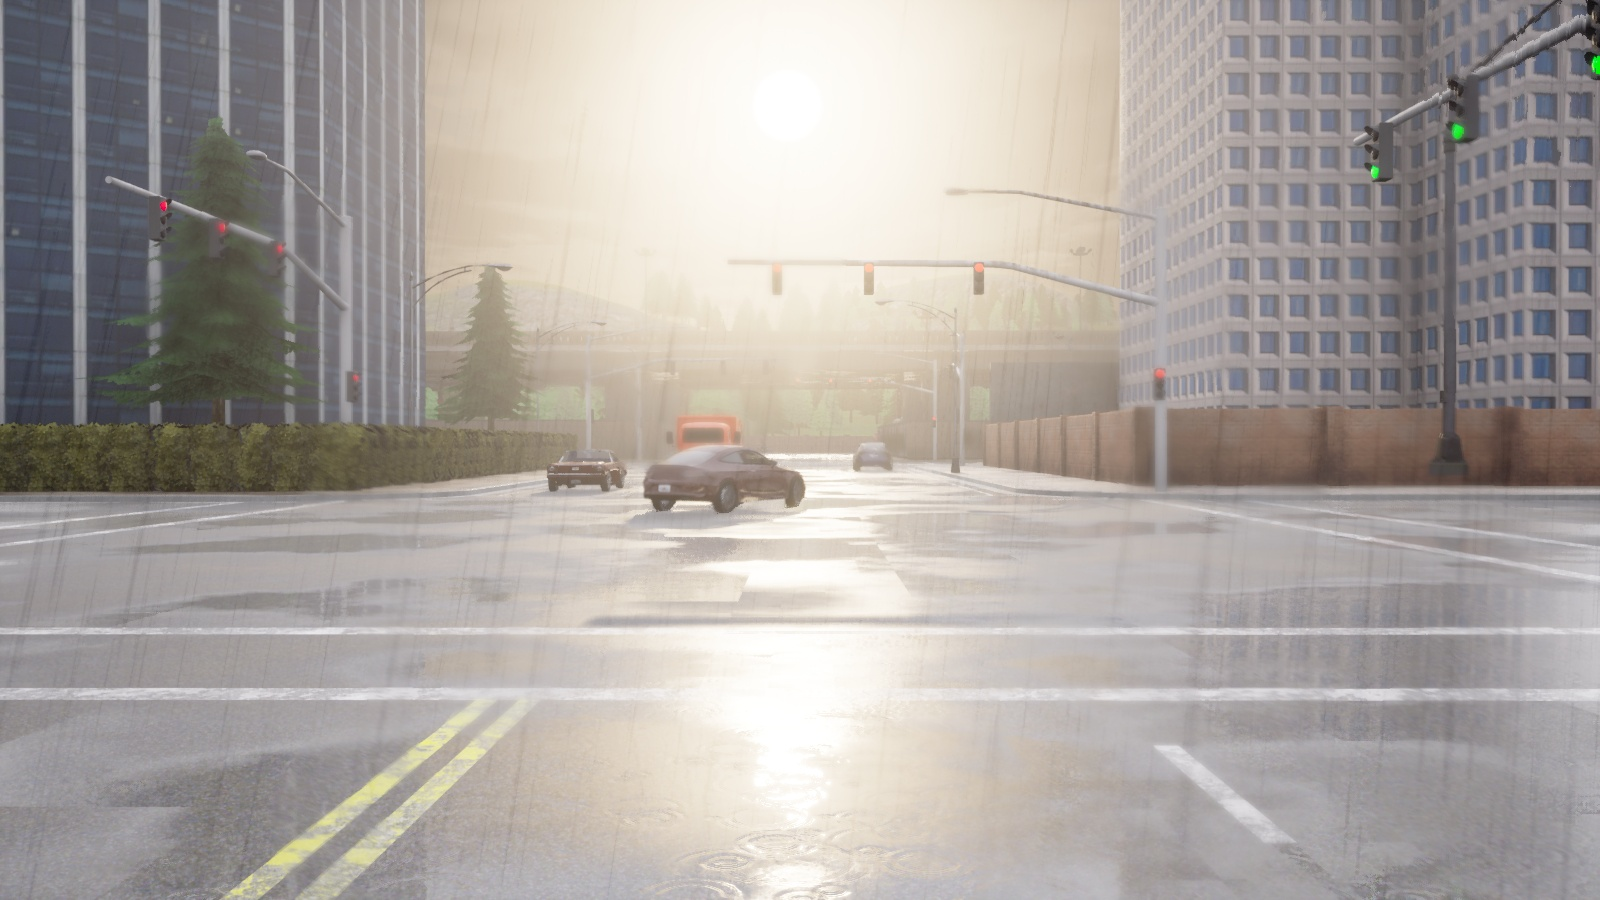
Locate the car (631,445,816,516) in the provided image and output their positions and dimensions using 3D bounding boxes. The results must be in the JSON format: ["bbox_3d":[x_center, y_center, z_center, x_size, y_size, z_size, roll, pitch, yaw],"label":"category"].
[{"bbox_3d":[-1.598,0.612,28.078,1.812,1.442,4.674,0,0,30],"label":"car"}]

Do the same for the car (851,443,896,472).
[{"bbox_3d":[3.876,0.370,67.134,2.163,1.488,4.792,0,0,0],"label":"car"}]

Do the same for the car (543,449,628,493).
[{"bbox_3d":[-6.769,0.615,40.157,1.895,1.301,4.718,0,0,0],"label":"car"}]

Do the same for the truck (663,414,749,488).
[{"bbox_3d":[-3.246,0.006,44.496,2.627,2.467,5.204,0,0,0],"label":"truck"}]
